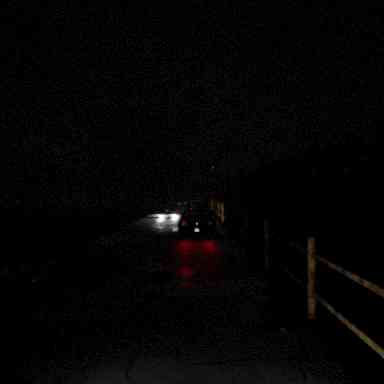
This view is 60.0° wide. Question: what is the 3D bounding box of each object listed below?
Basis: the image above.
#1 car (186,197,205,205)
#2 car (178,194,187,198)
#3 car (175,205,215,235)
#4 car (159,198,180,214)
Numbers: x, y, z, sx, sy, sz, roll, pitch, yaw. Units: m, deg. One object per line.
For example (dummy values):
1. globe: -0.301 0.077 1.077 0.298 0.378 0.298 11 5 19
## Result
1. car: 0.394 1.539 36.527 1.837 1.490 4.892 0 0 1
2. car: -2.144 1.263 77.331 2.097 1.767 4.553 0 0 0
3. car: 0.265 1.605 18.820 1.895 1.301 4.718 0 0 0
4. car: -2.545 1.643 36.601 1.895 1.301 4.718 0 0 0
